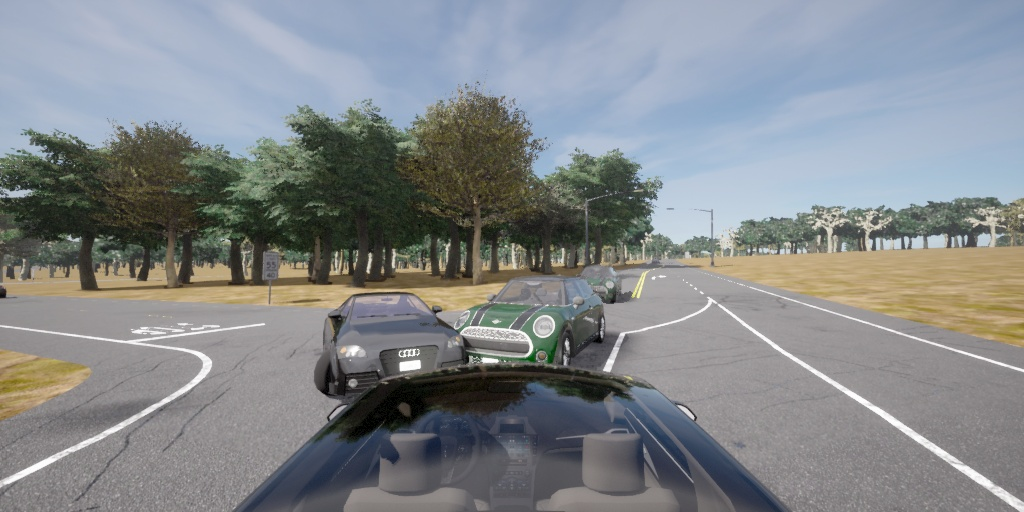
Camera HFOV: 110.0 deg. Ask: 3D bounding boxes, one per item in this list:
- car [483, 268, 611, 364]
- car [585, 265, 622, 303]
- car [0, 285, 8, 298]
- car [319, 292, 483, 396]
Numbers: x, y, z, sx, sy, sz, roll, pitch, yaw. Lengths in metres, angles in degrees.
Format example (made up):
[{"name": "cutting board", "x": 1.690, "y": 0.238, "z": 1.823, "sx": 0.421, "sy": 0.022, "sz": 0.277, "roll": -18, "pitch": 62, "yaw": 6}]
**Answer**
[{"name": "car", "x": 0.617, "y": 1.218, "z": 7.857, "sx": 2.097, "sy": 1.767, "sz": 4.553, "roll": -1, "pitch": -2, "yaw": 26}, {"name": "car", "x": 4.368, "y": 1.293, "z": 18.237, "sx": 2.097, "sy": 1.767, "sz": 4.553, "roll": -1, "pitch": 0, "yaw": 21}, {"name": "car", "x": -40.855, "y": 2.561, "z": 27.428, "sx": 4.181, "sy": 1.385, "sz": 1.994, "roll": -2, "pitch": -3, "yaw": 22}, {"name": "car", "x": -2.355, "y": 1.376, "z": 6.652, "sx": 1.994, "sy": 1.385, "sz": 4.181, "roll": 1, "pitch": -2, "yaw": -29}]
